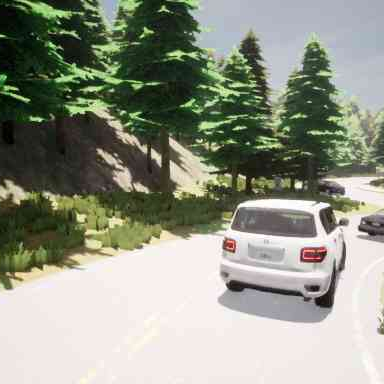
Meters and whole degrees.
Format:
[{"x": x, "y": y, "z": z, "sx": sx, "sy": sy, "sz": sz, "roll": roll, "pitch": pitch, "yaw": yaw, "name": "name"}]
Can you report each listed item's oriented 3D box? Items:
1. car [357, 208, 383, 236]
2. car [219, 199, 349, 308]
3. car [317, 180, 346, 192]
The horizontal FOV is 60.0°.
[{"x": 10.129, "y": 1.408, "z": 15.798, "sx": 5.357, "sy": 1.411, "sz": 2.033, "roll": -1, "pitch": 5, "yaw": -32, "name": "car"}, {"x": 2.550, "y": 1.197, "z": 8.351, "sx": 2.150, "sy": 2.045, "sz": 5.566, "roll": 3, "pitch": 2, "yaw": 27, "name": "car"}, {"x": 16.069, "y": -0.565, "z": 38.900, "sx": 1.882, "sy": 1.535, "sz": 5.008, "roll": -1, "pitch": 5, "yaw": -2, "name": "car"}]
